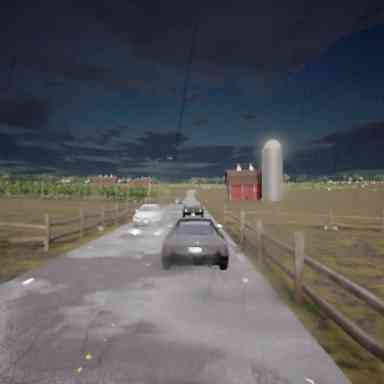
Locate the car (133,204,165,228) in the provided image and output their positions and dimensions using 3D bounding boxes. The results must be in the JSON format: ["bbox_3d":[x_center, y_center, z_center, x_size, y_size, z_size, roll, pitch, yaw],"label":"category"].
[{"bbox_3d":[-2.844,1.556,22.839,1.812,1.442,4.674,0,0,0],"label":"car"}]

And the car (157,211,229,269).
[{"bbox_3d":[0.095,1.572,11.214,1.994,1.385,4.181,0,0,0],"label":"car"}]

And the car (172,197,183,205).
[{"bbox_3d":[-2.753,1.691,64.031,2.128,1.511,4.902,0,0,0],"label":"car"}]

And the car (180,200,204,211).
[{"bbox_3d":[0.107,1.652,30.983,1.895,1.301,4.718,0,0,0],"label":"car"}]
